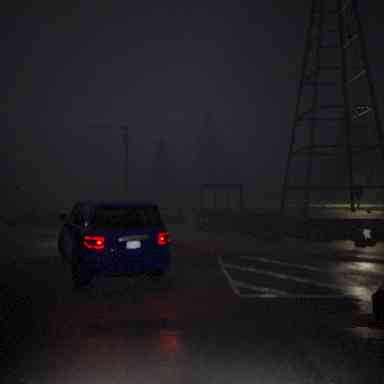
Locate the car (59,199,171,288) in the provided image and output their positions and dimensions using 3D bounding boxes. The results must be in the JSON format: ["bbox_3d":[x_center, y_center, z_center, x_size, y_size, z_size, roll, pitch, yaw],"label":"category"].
[{"bbox_3d":[-2.456,1.211,9.584,2.150,2.045,5.566,0,0,-26],"label":"car"}]

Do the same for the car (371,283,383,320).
[{"bbox_3d":[4.893,1.514,4.855,3.905,1.438,1.784,0,0,0],"label":"car"}]
